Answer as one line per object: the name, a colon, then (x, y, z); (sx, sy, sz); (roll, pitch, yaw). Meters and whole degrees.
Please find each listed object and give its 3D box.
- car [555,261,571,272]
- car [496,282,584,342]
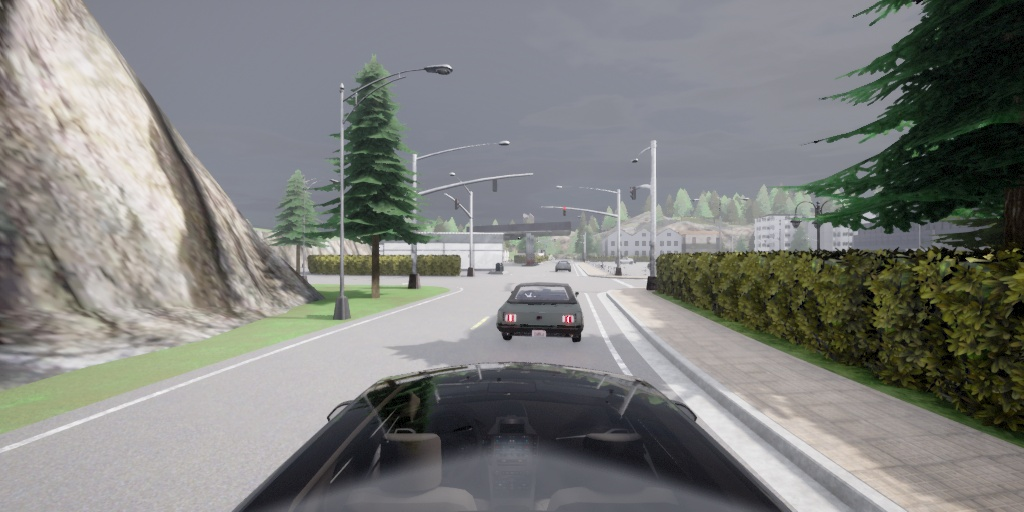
car: (6.545, 1.314, 45.783); (1.994, 1.385, 4.181); (0, 0, 9)
car: (0.881, 1.351, 9.770); (1.895, 1.301, 4.718); (0, 0, 8)
